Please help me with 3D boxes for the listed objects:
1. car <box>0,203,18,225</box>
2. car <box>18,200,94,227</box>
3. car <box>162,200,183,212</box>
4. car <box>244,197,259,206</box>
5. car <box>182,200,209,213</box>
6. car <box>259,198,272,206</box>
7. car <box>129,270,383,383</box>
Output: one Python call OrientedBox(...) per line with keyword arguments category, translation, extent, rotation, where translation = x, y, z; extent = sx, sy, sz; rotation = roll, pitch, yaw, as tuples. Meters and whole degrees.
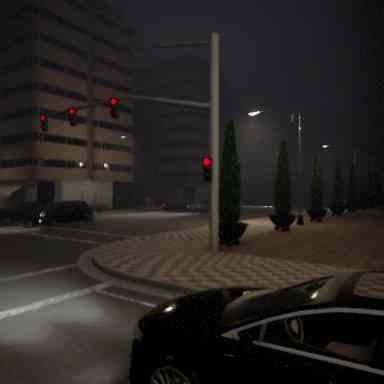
OrientedBox(category="car", translation=(-12.663, 1.530, 25.001), extent=(1.882, 1.535, 5.008), rotation=(0, 0, 38))
OrientedBox(category="car", translation=(-9.172, 1.405, 23.231), extent=(2.097, 1.767, 4.553), rotation=(0, 0, 33))
OrientedBox(category="car", translation=(-1.512, 1.653, 40.403), extent=(1.895, 1.301, 4.718), rotation=(0, 0, 35))
OrientedBox(category="car", translation=(10.421, 1.581, 57.082), extent=(1.837, 1.490, 4.892), rotation=(0, 0, 35))
OrientedBox(category="car", translation=(1.341, 1.654, 38.375), extent=(1.895, 1.301, 4.718), rotation=(0, 0, 35))
OrientedBox(category="car", translation=(13.263, 1.625, 55.040), extent=(1.994, 1.385, 4.181), rotation=(0, 0, 35))
OrientedBox(category="car", translation=(1.550, 1.492, 2.869), extent=(4.902, 1.511, 2.128), rotation=(0, 0, 36))
